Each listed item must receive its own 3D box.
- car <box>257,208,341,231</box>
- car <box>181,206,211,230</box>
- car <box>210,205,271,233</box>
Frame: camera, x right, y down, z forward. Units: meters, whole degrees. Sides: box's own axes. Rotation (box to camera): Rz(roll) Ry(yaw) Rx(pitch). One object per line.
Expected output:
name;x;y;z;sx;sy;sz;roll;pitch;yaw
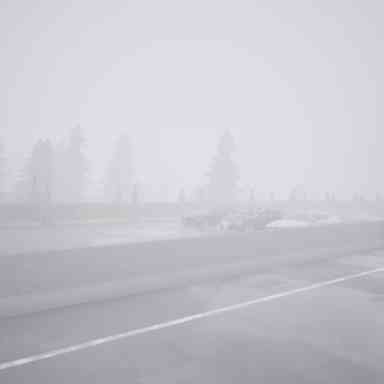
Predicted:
car;5.663;1.665;16.630;4.674;1.442;1.812;1;0;-35
car;1.567;1.616;22.306;5.008;1.535;1.882;1;0;-35
car;3.821;1.633;19.616;4.902;1.511;2.128;1;0;-35
